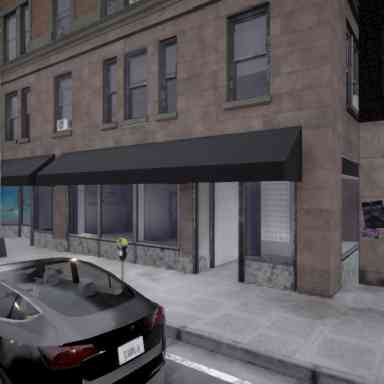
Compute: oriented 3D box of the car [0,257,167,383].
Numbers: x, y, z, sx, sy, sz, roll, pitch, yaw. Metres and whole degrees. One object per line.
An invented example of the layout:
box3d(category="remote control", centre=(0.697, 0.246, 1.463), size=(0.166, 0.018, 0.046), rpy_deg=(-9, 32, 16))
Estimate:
box3d(category="car", centre=(-2.280, 1.566, 4.428), size=(4.313, 1.339, 1.947), rpy_deg=(0, 0, 35))
